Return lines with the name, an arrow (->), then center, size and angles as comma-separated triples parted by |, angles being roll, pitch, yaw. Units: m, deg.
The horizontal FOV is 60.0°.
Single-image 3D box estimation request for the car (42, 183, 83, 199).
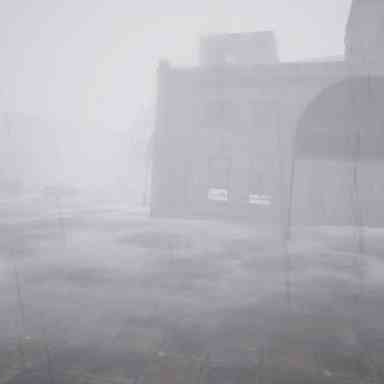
car -> -13.549, -0.134, 35.117 | 2.128, 1.511, 4.902 | 5, 4, 18
